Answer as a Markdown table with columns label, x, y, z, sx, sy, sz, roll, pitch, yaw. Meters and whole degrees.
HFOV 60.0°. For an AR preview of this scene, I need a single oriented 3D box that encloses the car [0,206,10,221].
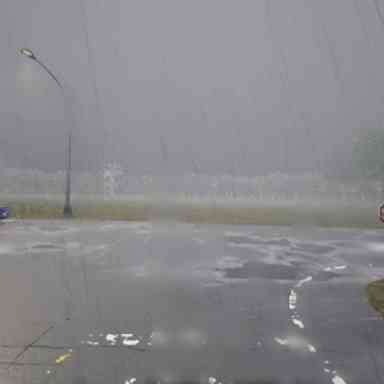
| label | x | y | z | sx | sy | sz | roll | pitch | yaw |
| --- | --- | --- | --- | --- | --- | --- | --- | --- | --- |
| car | -14.738 | 1.245 | 21.871 | 5.008 | 1.535 | 1.882 | 2 | 1 | 0 |
